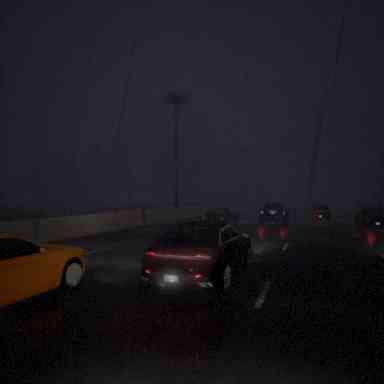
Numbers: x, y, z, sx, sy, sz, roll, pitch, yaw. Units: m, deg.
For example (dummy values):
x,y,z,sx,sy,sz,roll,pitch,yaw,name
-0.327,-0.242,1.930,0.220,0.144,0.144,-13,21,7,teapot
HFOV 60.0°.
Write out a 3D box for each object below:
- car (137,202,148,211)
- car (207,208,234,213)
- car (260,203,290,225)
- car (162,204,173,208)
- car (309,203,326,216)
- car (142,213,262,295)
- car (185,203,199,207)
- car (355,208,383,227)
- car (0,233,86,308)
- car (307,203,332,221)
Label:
x,y,z,sx,sy,sz,roll,pitch,yaw,name
-7.393,2.228,50.376,1.882,1.535,5.008,0,-1,20,car
2.147,1.853,24.468,1.895,1.301,4.718,0,-1,19,car
6.828,1.661,27.212,2.097,1.767,4.553,0,-1,19,car
-3.585,2.270,50.599,1.837,1.490,4.892,0,-2,20,car
15.421,2.133,40.995,1.812,1.442,4.674,0,-1,20,car
0.393,1.547,9.006,2.128,1.511,4.902,0,0,19,car
-0.114,2.321,49.905,1.994,1.385,4.181,0,-1,20,car
13.336,1.871,24.613,1.895,1.301,4.718,0,-1,19,car
-4.182,1.528,6.565,1.882,1.535,5.008,0,0,19,car
11.917,1.901,31.100,1.837,1.490,4.892,0,-1,19,car
